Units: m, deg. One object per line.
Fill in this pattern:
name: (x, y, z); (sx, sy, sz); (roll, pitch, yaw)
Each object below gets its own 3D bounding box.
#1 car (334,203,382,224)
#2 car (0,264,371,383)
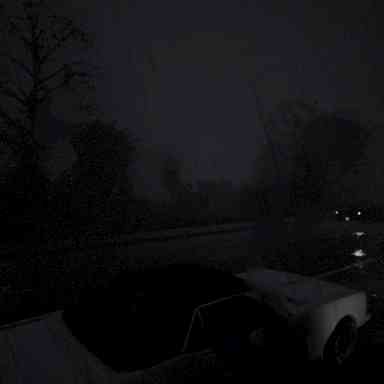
car: (11.909, 1.464, 23.783); (1.895, 1.301, 4.718); (0, 0, 44)
car: (0.179, 1.591, 4.001); (4.718, 1.301, 1.895); (0, 0, -37)
